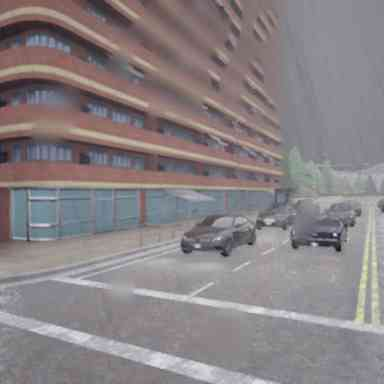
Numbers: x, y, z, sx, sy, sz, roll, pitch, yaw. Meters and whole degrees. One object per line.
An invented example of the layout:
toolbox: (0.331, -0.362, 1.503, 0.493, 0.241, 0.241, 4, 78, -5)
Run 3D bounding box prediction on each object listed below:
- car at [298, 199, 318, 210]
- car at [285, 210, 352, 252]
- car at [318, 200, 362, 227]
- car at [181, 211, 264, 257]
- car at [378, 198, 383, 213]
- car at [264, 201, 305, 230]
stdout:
car: (10.400, 1.470, 30.463, 2.097, 1.767, 4.553, -1, -1, 29)
car: (5.613, 1.650, 14.358, 1.895, 1.301, 4.718, -1, -1, 29)
car: (10.457, 1.548, 23.257, 2.128, 1.511, 4.902, -1, -1, 29)
car: (1.301, 1.630, 13.730, 1.812, 1.442, 4.674, -1, -1, 29)
car: (22.203, 1.515, 37.198, 1.837, 1.490, 4.892, -1, -1, 29)
car: (5.714, 1.603, 21.865, 2.128, 1.511, 4.902, -1, -1, 29)
